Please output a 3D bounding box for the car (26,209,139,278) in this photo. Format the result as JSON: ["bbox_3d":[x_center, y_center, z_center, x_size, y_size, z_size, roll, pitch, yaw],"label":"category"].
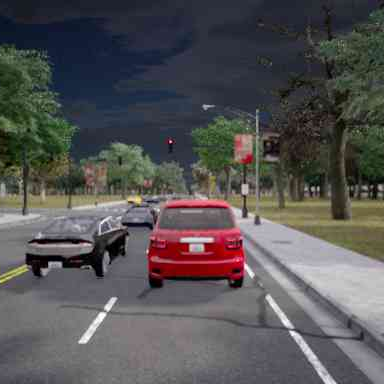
[{"bbox_3d":[-3.159,1.471,10.104,2.128,1.511,4.902,0,0,0],"label":"car"}]

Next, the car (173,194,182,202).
[{"bbox_3d":[-3.340,1.255,77.133,2.097,1.767,4.553,0,0,0],"label":"car"}]

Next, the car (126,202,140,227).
[{"bbox_3d":[-3.173,1.527,20.910,1.994,1.385,4.181,0,0,0],"label":"car"}]

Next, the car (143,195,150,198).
[{"bbox_3d":[-6.646,1.515,56.363,1.895,1.301,4.718,0,0,0],"label":"car"}]

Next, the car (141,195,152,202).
[{"bbox_3d":[-9.834,1.403,71.870,1.837,1.490,4.892,0,0,0],"label":"car"}]

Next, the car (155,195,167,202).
[{"bbox_3d":[-6.583,1.444,71.673,2.033,1.411,5.357,0,0,0],"label":"car"}]

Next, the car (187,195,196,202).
[{"bbox_3d":[-0.089,1.440,76.750,2.033,1.411,5.357,0,0,0],"label":"car"}]

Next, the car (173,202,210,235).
[{"bbox_3d":[-0.021,1.442,19.651,1.882,1.535,5.008,0,0,0],"label":"car"}]

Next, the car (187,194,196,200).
[{"bbox_3d":[-0.102,1.300,87.165,2.128,1.511,4.902,0,0,0],"label":"car"}]

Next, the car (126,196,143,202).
[{"bbox_3d":[-9.890,1.392,56.700,1.882,1.535,5.008,0,0,0],"label":"car"}]

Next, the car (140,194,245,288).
[{"bbox_3d":[0.092,1.204,9.333,2.150,2.045,5.566,0,0,0],"label":"car"}]

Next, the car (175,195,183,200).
[{"bbox_3d":[-3.352,1.370,87.192,1.895,1.301,4.718,0,0,0],"label":"car"}]
